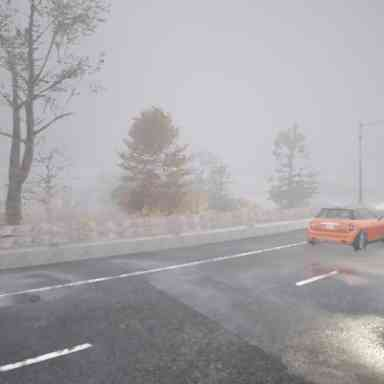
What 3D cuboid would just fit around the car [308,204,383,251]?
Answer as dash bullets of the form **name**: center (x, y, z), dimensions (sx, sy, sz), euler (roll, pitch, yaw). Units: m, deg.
- **car**: center (6.957, 1.383, 14.484), dimensions (4.553, 1.767, 2.097), euler (0, 0, -43)
